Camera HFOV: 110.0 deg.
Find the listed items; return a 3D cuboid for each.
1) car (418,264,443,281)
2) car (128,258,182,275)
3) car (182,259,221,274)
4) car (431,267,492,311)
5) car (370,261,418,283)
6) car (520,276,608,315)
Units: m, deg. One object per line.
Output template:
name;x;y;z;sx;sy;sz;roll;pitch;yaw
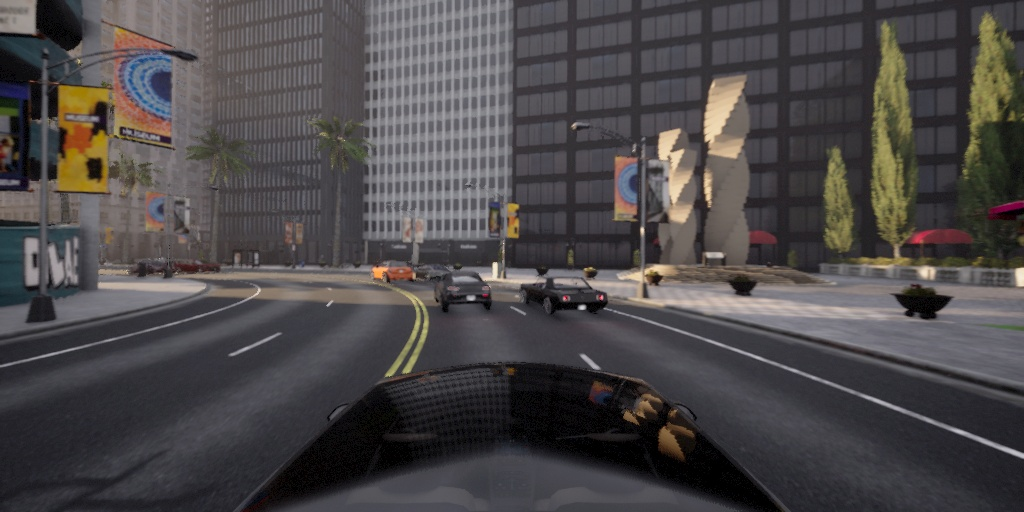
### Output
car;-6.923;1.379;30.596;1.994;1.385;4.181;1;0;-39
car;-36.204;1.181;36.141;4.181;1.385;1.994;0;0;15
car;-34.364;1.121;39.266;5.008;1.535;1.882;0;0;15
car;-2.088;1.314;14.626;1.812;1.442;4.674;1;-1;-17
car;-9.518;1.137;28.245;2.097;1.767;4.553;1;0;-38
car;1.753;1.414;13.951;1.895;1.301;4.718;1;0;-15
